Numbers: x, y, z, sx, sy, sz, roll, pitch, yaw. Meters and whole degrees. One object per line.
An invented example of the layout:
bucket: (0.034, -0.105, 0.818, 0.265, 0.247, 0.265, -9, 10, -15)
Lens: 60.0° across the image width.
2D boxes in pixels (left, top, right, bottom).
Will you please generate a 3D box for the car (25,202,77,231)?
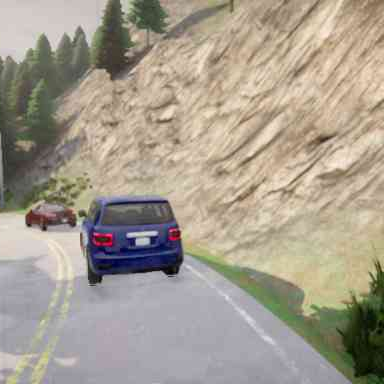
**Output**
car: (-8.241, 1.343, 19.347, 1.812, 1.442, 4.674, -4, 2, -41)

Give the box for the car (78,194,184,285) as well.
car: (-1.944, 1.077, 9.488, 2.150, 2.045, 5.566, -2, 2, -20)
